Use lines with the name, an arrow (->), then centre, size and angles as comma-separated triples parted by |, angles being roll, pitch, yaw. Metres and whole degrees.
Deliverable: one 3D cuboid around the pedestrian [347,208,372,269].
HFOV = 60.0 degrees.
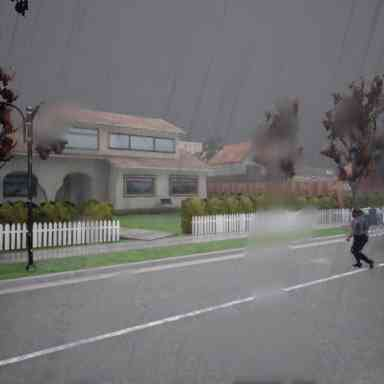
pedestrian -> 4.849, 1.293, 9.635 | 0.375, 1.860, 0.375 | 0, 0, -35
